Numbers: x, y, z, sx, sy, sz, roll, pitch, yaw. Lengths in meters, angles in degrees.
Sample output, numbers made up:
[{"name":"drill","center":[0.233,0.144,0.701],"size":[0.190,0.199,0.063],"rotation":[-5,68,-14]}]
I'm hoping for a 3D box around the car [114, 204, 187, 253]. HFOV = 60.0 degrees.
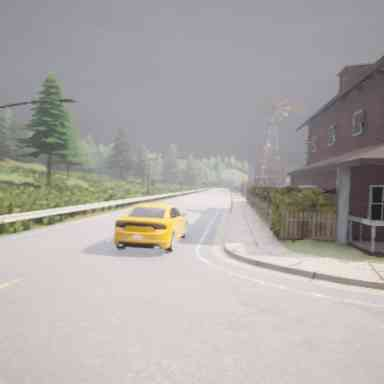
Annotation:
[{"name":"car","center":[-1.345,1.180,12.624],"size":[1.882,1.535,5.008],"rotation":[2,1,7]}]
